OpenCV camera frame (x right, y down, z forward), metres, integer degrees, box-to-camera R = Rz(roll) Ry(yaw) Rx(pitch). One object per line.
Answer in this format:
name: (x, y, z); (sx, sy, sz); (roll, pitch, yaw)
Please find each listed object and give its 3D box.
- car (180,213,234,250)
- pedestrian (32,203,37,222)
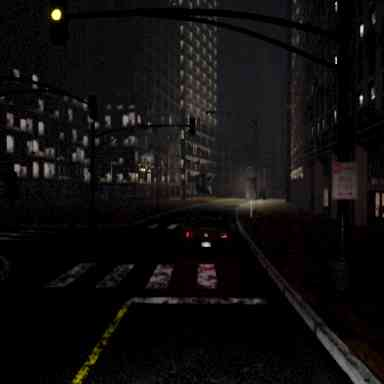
car: (0.633, 1.501, 13.697); (1.895, 1.301, 4.718); (0, 0, 3)
pedestrian: (-9.391, 1.196, 19.888); (0.500, 1.100, 0.500); (0, 0, 17)
